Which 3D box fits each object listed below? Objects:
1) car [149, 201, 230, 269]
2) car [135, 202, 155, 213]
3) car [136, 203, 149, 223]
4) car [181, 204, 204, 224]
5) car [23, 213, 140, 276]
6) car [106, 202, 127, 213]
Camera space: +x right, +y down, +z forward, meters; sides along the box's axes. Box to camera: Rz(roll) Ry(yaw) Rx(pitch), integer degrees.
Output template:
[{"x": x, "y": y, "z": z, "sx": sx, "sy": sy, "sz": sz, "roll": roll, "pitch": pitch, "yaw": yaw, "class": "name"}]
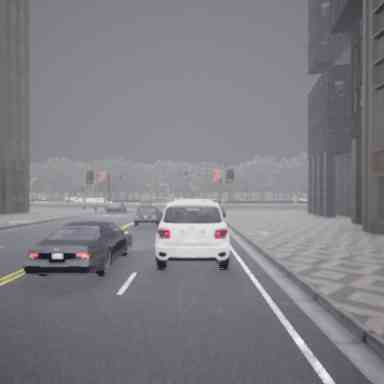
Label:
[{"x": 0.039, "y": 1.299, "z": 11.522, "sx": 2.150, "sy": 2.045, "sz": 5.566, "roll": 0, "pitch": 0, "yaw": 1, "class": "car"}, {"x": -6.504, "y": 2.183, "z": 46.708, "sx": 2.033, "sy": 1.411, "sz": 5.357, "roll": 0, "pitch": -1, "yaw": 1, "class": "car"}, {"x": -3.214, "y": 1.823, "z": 25.562, "sx": 2.033, "sy": 1.411, "sz": 5.357, "roll": 0, "pitch": -1, "yaw": 1, "class": "car"}, {"x": 0.064, "y": 1.848, "z": 28.424, "sx": 1.812, "sy": 1.442, "sz": 4.674, "roll": 0, "pitch": -1, "yaw": 0, "class": "car"}, {"x": -3.222, "y": 1.614, "z": 10.524, "sx": 2.033, "sy": 1.411, "sz": 5.357, "roll": 0, "pitch": -1, "yaw": 1, "class": "car"}, {"x": -9.783, "y": 2.056, "z": 43.366, "sx": 1.882, "sy": 1.535, "sz": 5.008, "roll": 0, "pitch": -1, "yaw": 0, "class": "car"}]
